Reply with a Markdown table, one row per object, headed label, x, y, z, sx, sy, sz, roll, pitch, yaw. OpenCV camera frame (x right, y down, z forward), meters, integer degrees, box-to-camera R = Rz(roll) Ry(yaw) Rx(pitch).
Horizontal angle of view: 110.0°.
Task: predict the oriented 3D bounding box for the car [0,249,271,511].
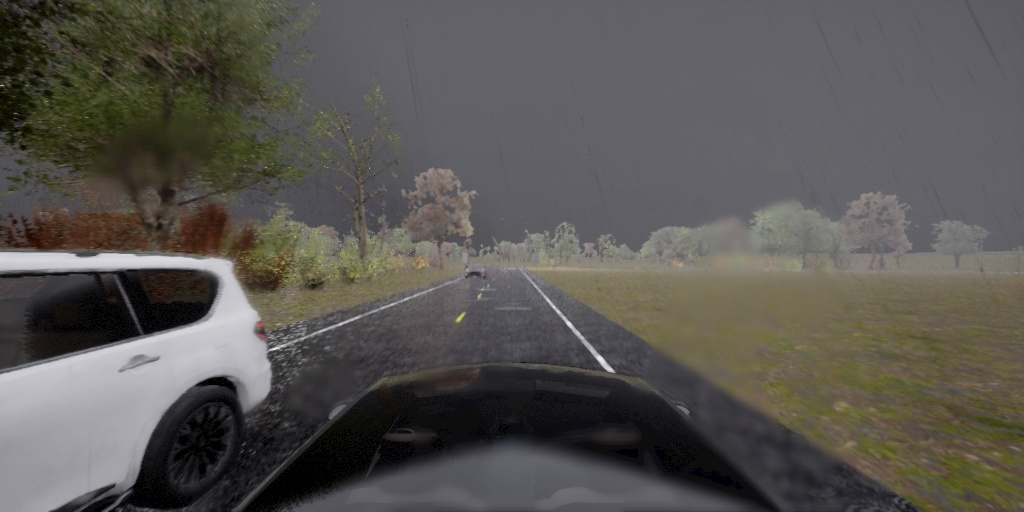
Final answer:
| label | x | y | z | sx | sy | sz | roll | pitch | yaw |
| --- | --- | --- | --- | --- | --- | --- | --- | --- | --- |
| car | -3.599 | 0.969 | 1.455 | 2.150 | 2.045 | 5.566 | 0 | -1 | 0 |

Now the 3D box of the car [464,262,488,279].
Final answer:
| label | x | y | z | sx | sy | sz | roll | pitch | yaw |
| --- | --- | --- | --- | --- | --- | --- | --- | --- | --- |
| car | -3.599 | 1.420 | 36.787 | 2.097 | 1.767 | 4.553 | 0 | 0 | 0 |
